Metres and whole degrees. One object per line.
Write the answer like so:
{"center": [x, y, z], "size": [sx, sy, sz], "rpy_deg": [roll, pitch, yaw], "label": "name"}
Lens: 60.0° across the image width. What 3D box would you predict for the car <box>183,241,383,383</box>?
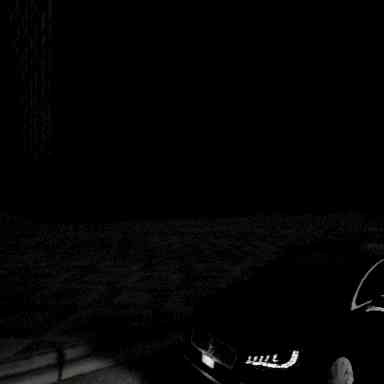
{"center": [2.147, 1.555, 4.913], "size": [4.892, 1.490, 1.837], "rpy_deg": [1, 0, -36], "label": "car"}
